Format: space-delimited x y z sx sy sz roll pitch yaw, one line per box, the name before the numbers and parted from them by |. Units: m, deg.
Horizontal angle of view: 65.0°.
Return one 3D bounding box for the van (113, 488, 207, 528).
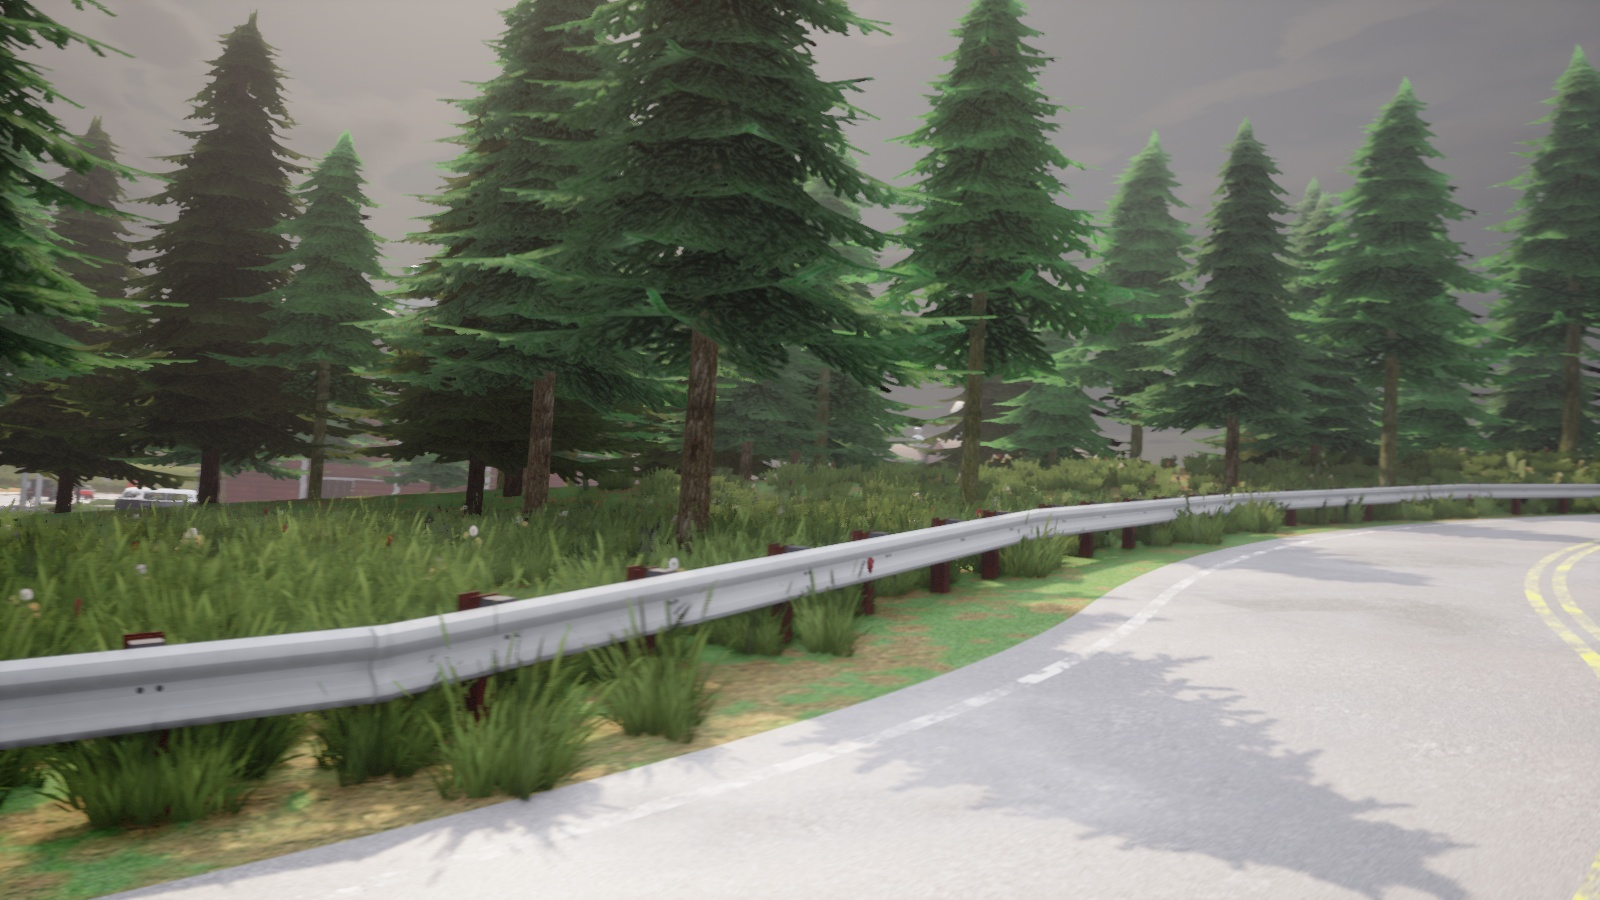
van | -37.203 3.378 73.111 4.480 2.038 2.069 4 -3 -17
